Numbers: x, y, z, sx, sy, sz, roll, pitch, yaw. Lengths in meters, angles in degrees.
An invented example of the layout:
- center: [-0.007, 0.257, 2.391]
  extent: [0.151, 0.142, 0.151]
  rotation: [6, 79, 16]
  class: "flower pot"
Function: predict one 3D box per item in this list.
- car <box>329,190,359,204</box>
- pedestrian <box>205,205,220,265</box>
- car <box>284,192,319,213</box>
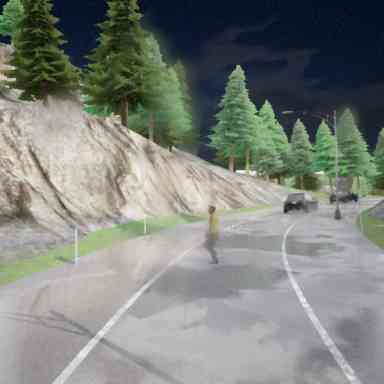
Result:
- center: [18.000, 0.546, 39.465]
  extent: [4.674, 1.442, 1.812]
  rotation: [-4, 0, -41]
  class: "car"
- center: [0.639, 1.279, 10.226]
  extent: [0.375, 1.860, 0.375]
  rotation: [3, -3, 12]
  class: "pedestrian"
- center: [9.835, 0.874, 29.856]
  extent: [2.097, 1.767, 4.553]
  rotation: [-3, 0, 33]
  class: "car"
